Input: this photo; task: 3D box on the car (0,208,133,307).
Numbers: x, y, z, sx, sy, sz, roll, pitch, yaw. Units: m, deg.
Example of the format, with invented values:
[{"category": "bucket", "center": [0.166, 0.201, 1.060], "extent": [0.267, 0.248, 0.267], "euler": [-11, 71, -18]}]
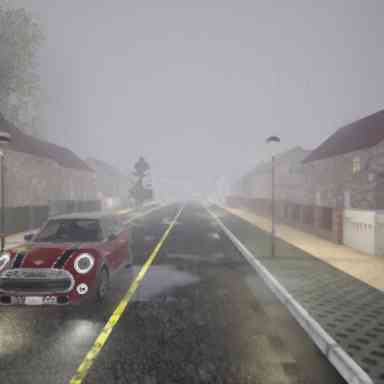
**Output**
[{"category": "car", "center": [-2.830, 1.351, 8.204], "extent": [2.097, 1.767, 4.553], "euler": [0, 0, 0]}]
